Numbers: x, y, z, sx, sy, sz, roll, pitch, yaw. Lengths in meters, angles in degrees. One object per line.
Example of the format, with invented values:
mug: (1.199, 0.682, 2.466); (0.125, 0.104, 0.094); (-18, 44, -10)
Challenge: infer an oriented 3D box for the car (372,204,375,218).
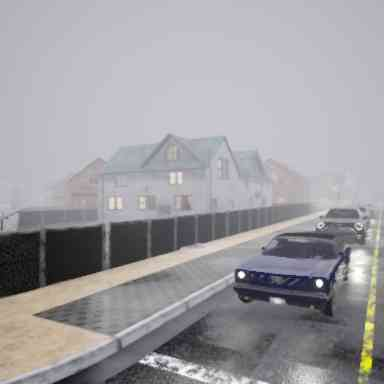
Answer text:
car: (12.633, 1.777, 25.429); (1.837, 1.490, 4.892); (-1, -1, 30)

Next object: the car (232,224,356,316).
car: (2.659, 1.706, 8.018); (1.895, 1.301, 4.718); (-1, -1, 30)

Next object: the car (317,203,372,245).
car: (7.577, 1.535, 16.613); (2.097, 1.767, 4.553); (-1, -1, 30)
